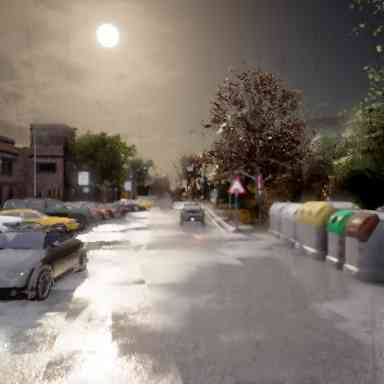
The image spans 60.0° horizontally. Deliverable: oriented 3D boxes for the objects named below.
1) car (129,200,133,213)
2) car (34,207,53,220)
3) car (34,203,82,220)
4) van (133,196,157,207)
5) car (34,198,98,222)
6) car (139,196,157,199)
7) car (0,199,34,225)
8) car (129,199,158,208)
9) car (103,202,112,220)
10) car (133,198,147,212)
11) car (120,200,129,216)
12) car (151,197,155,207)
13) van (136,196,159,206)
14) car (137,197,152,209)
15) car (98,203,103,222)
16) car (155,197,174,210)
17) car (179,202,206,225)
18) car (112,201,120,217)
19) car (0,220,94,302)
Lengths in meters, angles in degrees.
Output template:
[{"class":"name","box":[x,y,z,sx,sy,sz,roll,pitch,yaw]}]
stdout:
[{"class":"car","box":[-9.235,1.878,36.576,4.674,1.452,2.002,-1,-1,-20]},{"class":"car","box":[-9.296,1.651,15.575,4.792,1.488,2.163,-1,-1,-20]},{"class":"car","box":[-9.135,1.645,18.632,5.366,1.575,1.946,-1,-1,-20]},{"class":"van","box":[-9.382,1.879,66.543,4.442,1.987,1.878,-1,0,-20]},{"class":"car","box":[-9.284,1.428,21.593,5.566,2.045,2.435,-1,-1,-20]},{"class":"car","box":[-9.404,2.104,60.527,5.366,1.575,1.946,-1,0,-20]},{"class":"car","box":[-9.317,1.342,12.576,5.566,2.045,2.435,-1,-1,-20]},{"class":"car","box":[-9.256,2.108,63.596,5.008,1.535,2.097,-1,0,-20]},{"class":"car","box":[-9.299,1.615,27.566,4.553,1.767,2.185,-1,-1,-20]},{"class":"car","box":[-9.223,1.942,45.577,4.892,1.521,2.231,-1,-1,-20]},{"class":"car","box":[-9.214,1.833,33.585,4.792,1.488,2.163,-1,-1,-20]},{"class":"car","box":[-9.040,2.005,51.642,5.366,1.575,1.946,-1,-1,-20]},{"class":"van","box":[-9.404,1.874,69.544,4.442,1.987,1.878,-1,0,-20]},{"class":"car","box":[-9.040,1.971,48.641,5.366,1.575,1.946,-1,-1,-20]},{"class":"car","box":[-9.276,1.749,24.568,4.674,1.452,2.002,-1,0,-20]},{"class":"car","box":[-3.981,1.875,51.556,2.097,1.767,4.553,0,-1,0]},{"class":"car","box":[0.042,1.740,26.023,1.837,1.490,4.892,0,-1,0]},{"class":"car","box":[-9.286,1.646,30.567,4.553,1.767,2.185,-1,-1,-20]},{"class":"car","box":[-4.107,1.634,8.316,1.994,1.385,4.181,0,0,0]}]
